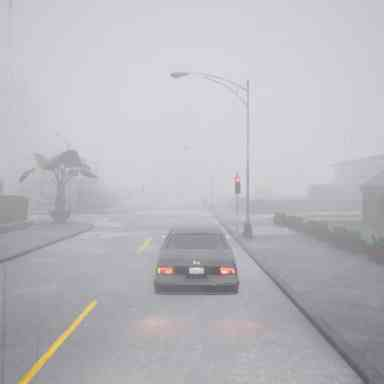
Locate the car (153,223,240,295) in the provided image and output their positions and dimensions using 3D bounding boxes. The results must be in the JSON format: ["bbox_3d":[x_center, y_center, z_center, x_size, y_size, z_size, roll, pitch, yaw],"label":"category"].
[{"bbox_3d":[0.099,1.547,8.855,2.033,1.411,5.357,0,0,0],"label":"car"}]

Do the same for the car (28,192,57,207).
[{"bbox_3d":[-19.748,0.985,43.898,1.905,1.878,3.866,0,0,35],"label":"car"}]
